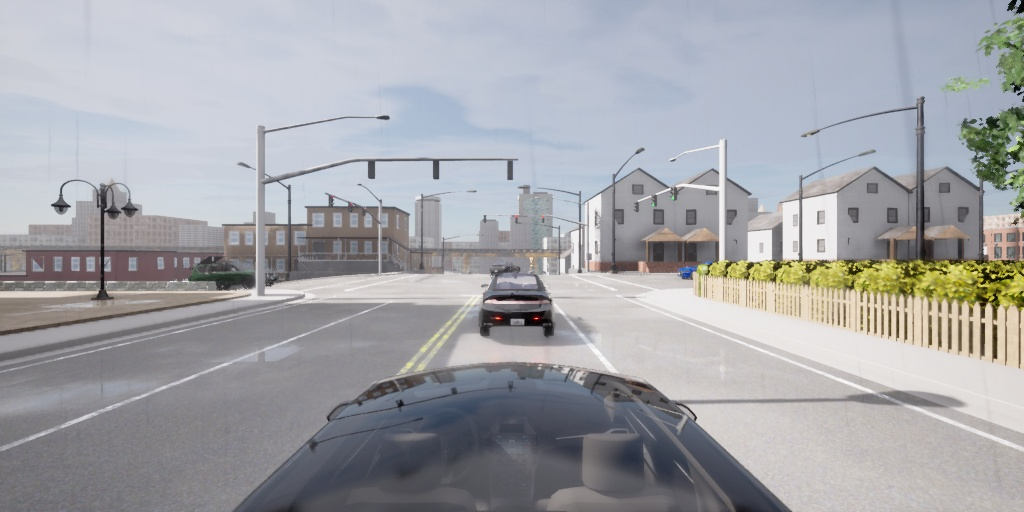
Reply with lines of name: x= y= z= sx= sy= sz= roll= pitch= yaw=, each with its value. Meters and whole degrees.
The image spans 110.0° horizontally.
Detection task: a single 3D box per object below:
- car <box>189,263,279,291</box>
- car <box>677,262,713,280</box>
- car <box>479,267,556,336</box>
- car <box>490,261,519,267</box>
car: x=-20.304 y=1.493 z=26.218 sx=5.566 sy=2.045 sz=2.150 roll=-5 pitch=0 yaw=-1
car: x=16.655 y=1.228 z=30.377 sx=5.008 sy=1.535 sz=1.882 roll=0 pitch=0 yaw=-1
car: x=0.114 y=1.242 z=10.332 sx=2.128 sy=1.511 sz=4.902 roll=0 pitch=0 yaw=0
car: x=-0.626 y=1.205 z=34.944 sx=2.128 sy=1.511 sz=4.902 roll=1 pitch=0 yaw=20
